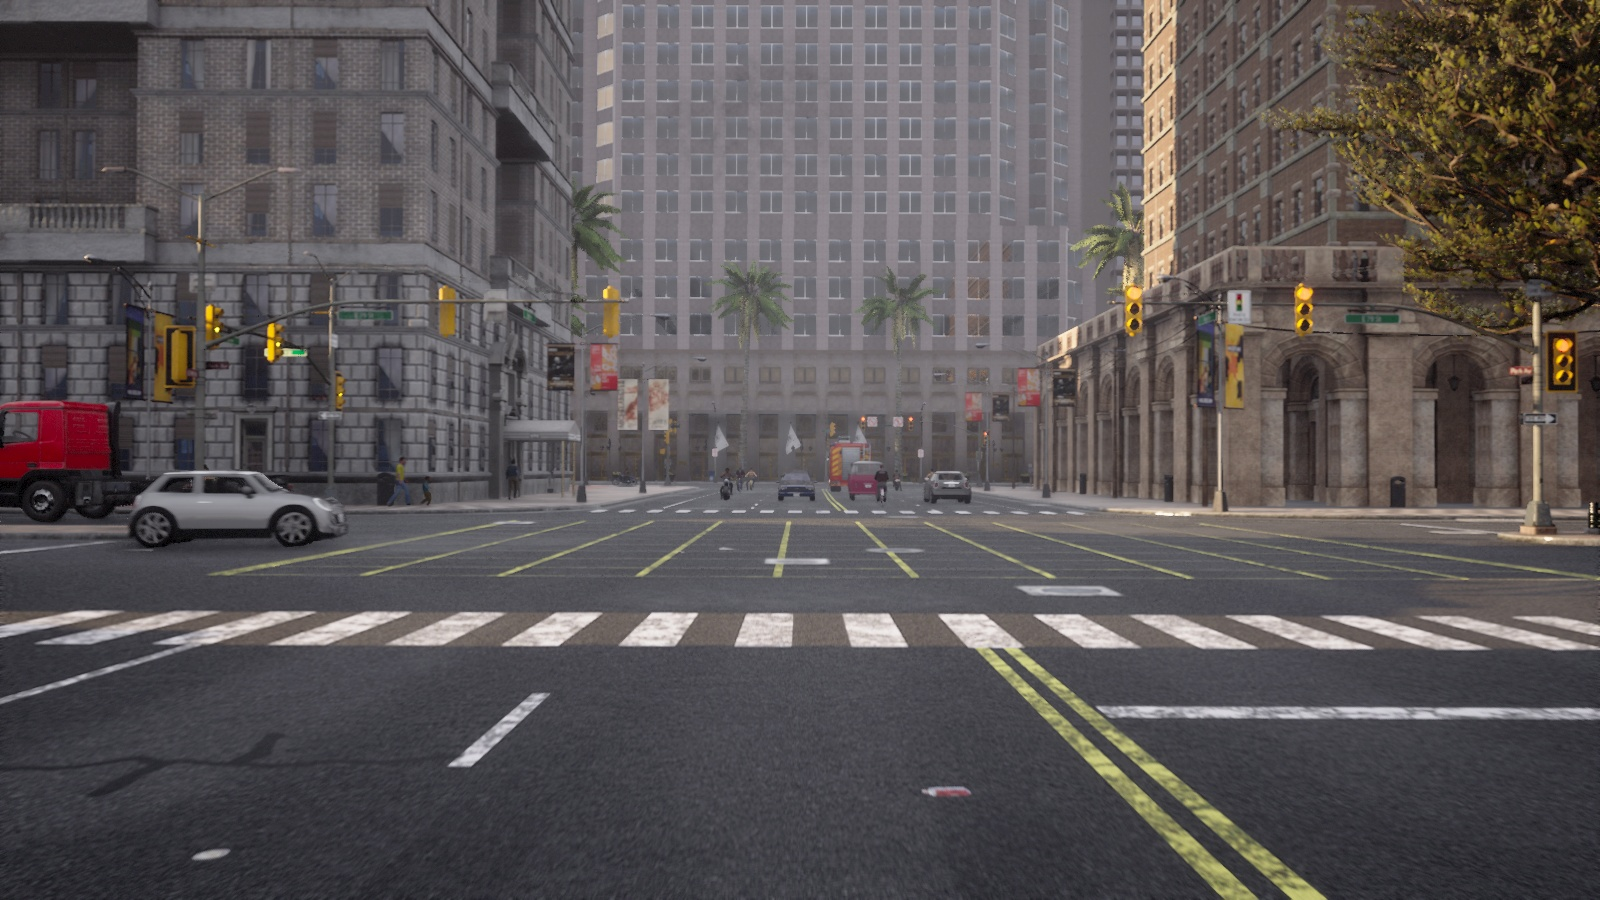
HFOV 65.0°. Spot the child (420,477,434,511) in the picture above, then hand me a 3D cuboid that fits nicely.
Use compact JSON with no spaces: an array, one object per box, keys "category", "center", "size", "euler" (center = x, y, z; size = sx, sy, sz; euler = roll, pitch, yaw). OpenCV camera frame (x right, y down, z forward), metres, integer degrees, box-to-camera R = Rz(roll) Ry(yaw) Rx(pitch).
[{"category":"child","center":[-13.462,1.583,45.339],"size":[0.448,1.192,0.343],"euler":[0,-1,-10]}]

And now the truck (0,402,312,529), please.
[{"category":"truck","center":[-18.486,0.441,35.858],"size":[7.936,3.462,2.891],"euler":[0,-1,0]}]

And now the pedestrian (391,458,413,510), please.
[{"category":"pedestrian","center":[-14.205,1.198,44.818],"size":[0.706,1.836,0.354],"euler":[0,-1,-13]}]

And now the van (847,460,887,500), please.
[{"category":"van","center":[3.360,1.512,63.965],"size":[1.775,1.987,4.442],"euler":[0,-1,0]}]

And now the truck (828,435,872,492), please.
[{"category":"truck","center":[3.530,0.980,89.877],"size":[2.891,3.827,8.468],"euler":[0,-1,1]}]

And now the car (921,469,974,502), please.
[{"category":"car","center":[6.856,1.631,58.715],"size":[1.970,1.475,3.806],"euler":[0,-1,0]}]

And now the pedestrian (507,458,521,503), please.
[{"category":"pedestrian","center":[-12.626,1.352,55.476],"size":[0.423,1.949,0.788],"euler":[0,-1,3]}]

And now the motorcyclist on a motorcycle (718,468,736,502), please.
[{"category":"motorcyclist on a motorcycle","center":[-3.636,1.721,62.875],"size":[0.766,1.649,2.350],"euler":[0,-1,0]}]

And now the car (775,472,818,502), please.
[{"category":"car","center":[-0.151,1.797,62.433],"size":[2.033,1.411,5.357],"euler":[0,-1,0]}]

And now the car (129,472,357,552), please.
[{"category":"car","center":[-10.986,1.197,25.031],"size":[3.806,1.475,1.970],"euler":[0,-1,-11]}]
